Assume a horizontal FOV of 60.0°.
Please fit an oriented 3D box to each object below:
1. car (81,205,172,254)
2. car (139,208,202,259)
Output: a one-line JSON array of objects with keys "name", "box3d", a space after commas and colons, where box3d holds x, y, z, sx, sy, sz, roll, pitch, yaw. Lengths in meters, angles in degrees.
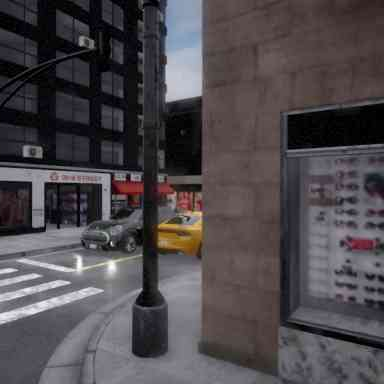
[{"name": "car", "box3d": [-2.319, 1.366, 13.813, 2.097, 1.767, 4.553, 0, 0, 33]}, {"name": "car", "box3d": [0.465, 1.501, 12.860, 1.882, 1.535, 5.008, 0, 0, 33]}]
